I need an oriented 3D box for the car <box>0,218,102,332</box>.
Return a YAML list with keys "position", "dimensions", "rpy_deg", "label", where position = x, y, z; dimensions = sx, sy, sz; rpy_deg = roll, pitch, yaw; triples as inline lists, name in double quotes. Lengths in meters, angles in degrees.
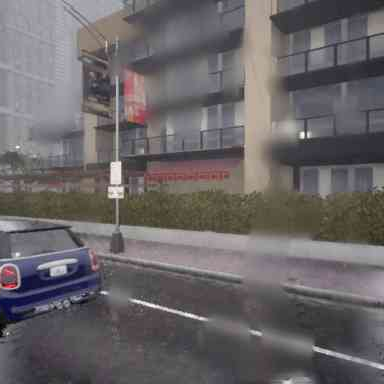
- position: [-3.999, 1.353, 6.874]
  dimensions: [4.553, 1.767, 2.097]
  rpy_deg: [0, 0, 35]
  label: "car"
